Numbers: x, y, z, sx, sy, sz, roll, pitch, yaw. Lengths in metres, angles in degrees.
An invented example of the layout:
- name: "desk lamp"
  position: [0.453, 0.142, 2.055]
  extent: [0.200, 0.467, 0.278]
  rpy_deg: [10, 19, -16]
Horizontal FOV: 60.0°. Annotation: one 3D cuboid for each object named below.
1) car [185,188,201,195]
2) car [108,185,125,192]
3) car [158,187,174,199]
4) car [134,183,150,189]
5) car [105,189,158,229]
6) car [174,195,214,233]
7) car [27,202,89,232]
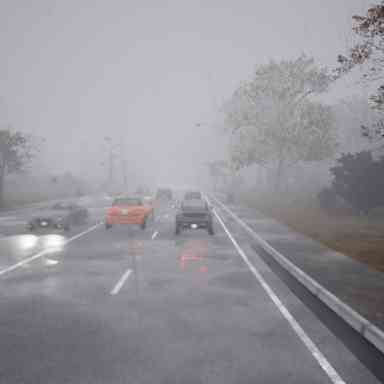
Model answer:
- name: "car"
  position: [0.088, 0.229, 38.859]
  extent: [1.812, 1.442, 4.674]
  rpy_deg: [0, 3, 0]
- name: "car"
  position: [-10.577, -0.162, 47.013]
  extent: [1.837, 1.490, 4.892]
  rpy_deg: [0, 3, 0]
- name: "car"
  position: [-3.400, 0.090, 41.477]
  extent: [1.837, 1.490, 4.892]
  rpy_deg: [0, 3, 0]
- name: "car"
  position: [-7.078, -0.318, 47.074]
  extent: [2.097, 1.767, 4.553]
  rpy_deg: [0, 3, 0]
- name: "car"
  position: [-3.399, 0.962, 18.905]
  extent: [2.097, 1.767, 4.553]
  rpy_deg: [0, 3, 0]
- name: "car"
  position: [0.101, 1.180, 17.546]
  extent: [1.837, 1.490, 4.892]
  rpy_deg: [0, 3, 0]
- name: "car"
  position: [-7.027, 1.224, 17.813]
  extent: [1.994, 1.385, 4.181]
  rpy_deg: [0, 3, 1]
